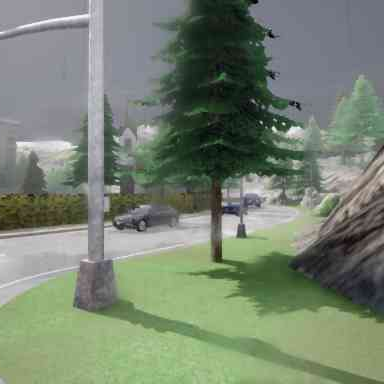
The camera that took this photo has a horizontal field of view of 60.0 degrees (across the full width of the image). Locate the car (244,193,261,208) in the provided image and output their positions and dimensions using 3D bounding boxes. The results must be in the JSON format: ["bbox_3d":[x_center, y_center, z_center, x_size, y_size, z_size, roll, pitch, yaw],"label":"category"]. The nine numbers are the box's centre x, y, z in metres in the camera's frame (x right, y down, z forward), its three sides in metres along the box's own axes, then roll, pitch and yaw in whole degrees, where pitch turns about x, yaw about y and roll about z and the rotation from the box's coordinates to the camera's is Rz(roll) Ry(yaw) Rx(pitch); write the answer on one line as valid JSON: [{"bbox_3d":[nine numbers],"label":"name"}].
[{"bbox_3d":[8.752,1.207,48.732,2.150,2.045,5.566,0,0,5],"label":"car"}]

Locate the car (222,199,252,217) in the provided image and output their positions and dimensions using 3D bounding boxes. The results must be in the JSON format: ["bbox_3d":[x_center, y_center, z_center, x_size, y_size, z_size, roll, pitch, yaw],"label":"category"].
[{"bbox_3d":[3.978,1.601,31.822,1.895,1.301,4.718,0,0,23],"label":"car"}]

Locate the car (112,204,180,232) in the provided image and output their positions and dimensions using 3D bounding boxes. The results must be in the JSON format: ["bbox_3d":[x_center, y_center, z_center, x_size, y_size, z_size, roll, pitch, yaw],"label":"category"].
[{"bbox_3d":[-2.684,1.505,20.357,1.837,1.490,4.892,0,0,35],"label":"car"}]
